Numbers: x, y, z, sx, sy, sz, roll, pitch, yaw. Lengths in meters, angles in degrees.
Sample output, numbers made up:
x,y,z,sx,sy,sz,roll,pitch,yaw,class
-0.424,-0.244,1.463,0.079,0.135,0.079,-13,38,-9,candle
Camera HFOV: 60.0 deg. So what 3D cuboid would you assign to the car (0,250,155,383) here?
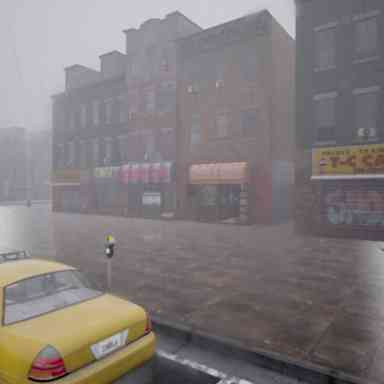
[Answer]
x,y,z,sx,sy,sz,roll,pitch,yaw,class
-2.712,1.524,4.752,4.829,1.417,1.752,0,0,36,car
